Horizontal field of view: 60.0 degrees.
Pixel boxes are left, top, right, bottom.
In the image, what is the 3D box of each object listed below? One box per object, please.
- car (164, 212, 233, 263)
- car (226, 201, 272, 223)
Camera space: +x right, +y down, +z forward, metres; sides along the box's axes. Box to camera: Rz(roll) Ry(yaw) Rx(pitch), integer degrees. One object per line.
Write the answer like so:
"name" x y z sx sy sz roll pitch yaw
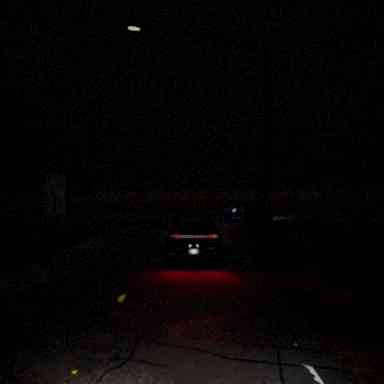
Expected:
"car" 0.063 1.538 12.164 2.128 1.511 4.902 0 0 0
"car" 4.960 1.591 28.606 4.553 1.767 2.097 1 1 -44
